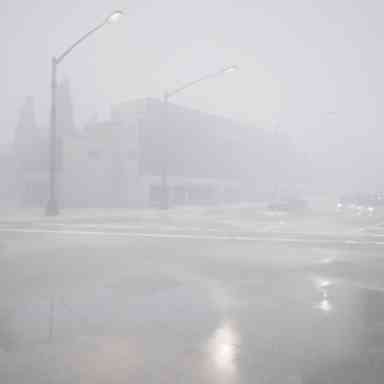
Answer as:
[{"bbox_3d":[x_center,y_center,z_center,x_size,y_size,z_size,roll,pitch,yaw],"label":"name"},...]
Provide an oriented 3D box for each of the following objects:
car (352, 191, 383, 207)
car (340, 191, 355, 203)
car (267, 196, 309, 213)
[{"bbox_3d":[21.218,0.951,39.405,2.033,1.411,5.357,2,3,43],"label":"car"},{"bbox_3d":[21.704,0.674,45.075,1.882,1.535,5.008,2,3,43],"label":"car"},{"bbox_3d":[9.228,1.120,31.532,2.033,1.411,5.357,2,2,43],"label":"car"}]
